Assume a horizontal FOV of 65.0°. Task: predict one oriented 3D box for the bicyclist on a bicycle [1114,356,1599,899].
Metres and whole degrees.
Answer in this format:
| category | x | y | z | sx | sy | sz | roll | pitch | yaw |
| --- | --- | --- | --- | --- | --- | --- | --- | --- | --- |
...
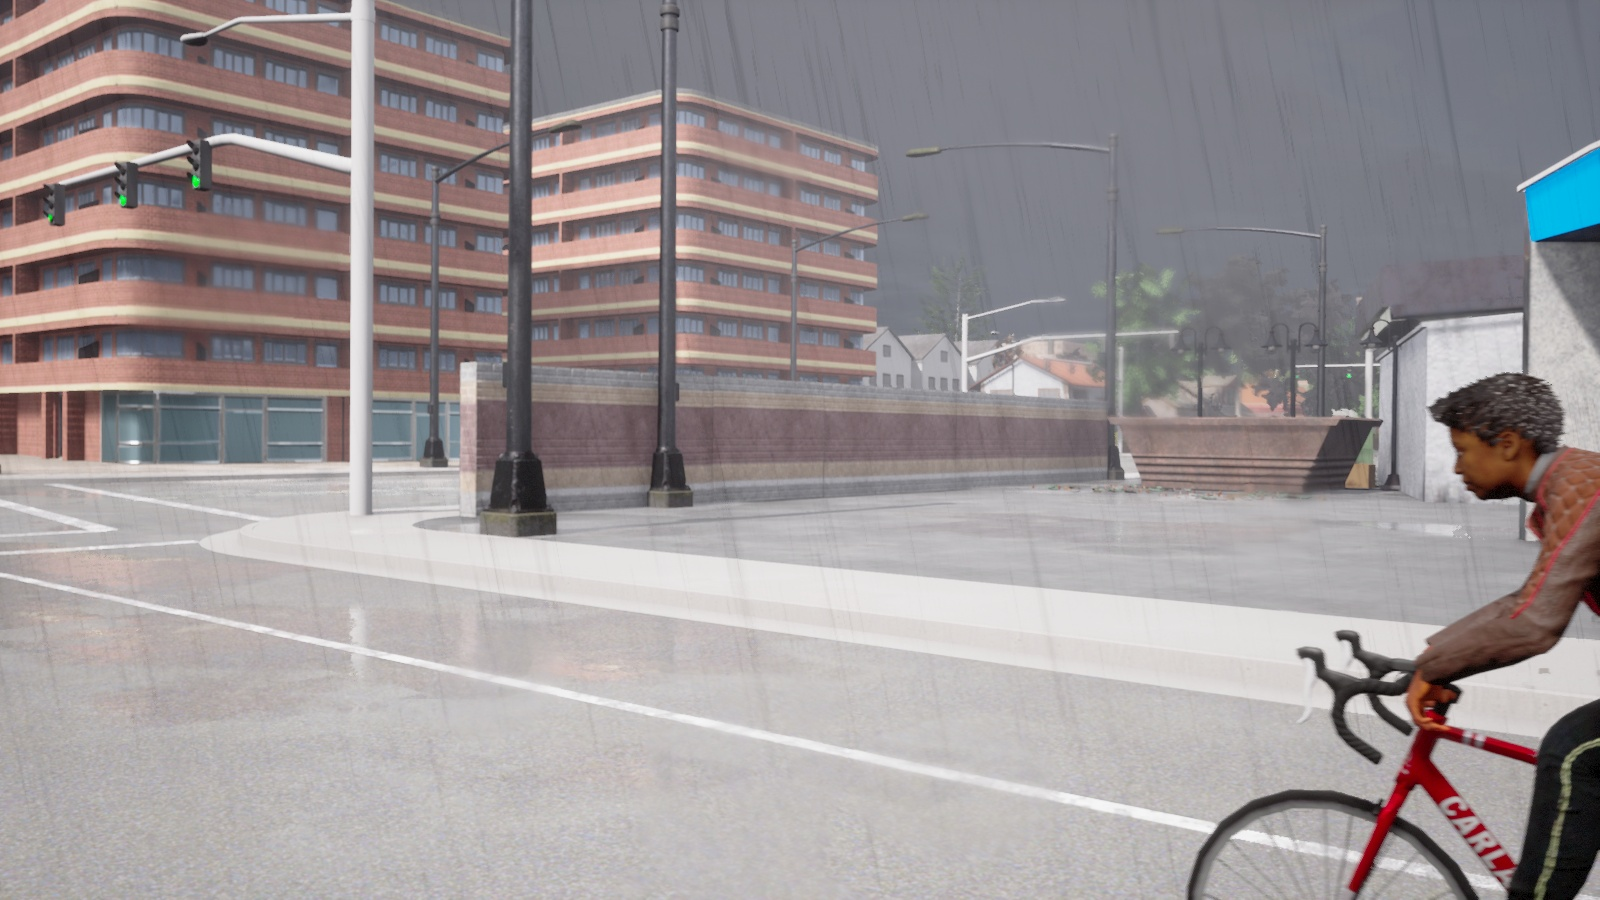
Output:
| category | x | y | z | sx | sy | sz | roll | pitch | yaw |
| --- | --- | --- | --- | --- | --- | --- | --- | --- | --- |
| bicyclist on a bicycle | 1.568 | 0.634 | 2.628 | 1.656 | 1.620 | 0.582 | 0 | 0 | 35 |
